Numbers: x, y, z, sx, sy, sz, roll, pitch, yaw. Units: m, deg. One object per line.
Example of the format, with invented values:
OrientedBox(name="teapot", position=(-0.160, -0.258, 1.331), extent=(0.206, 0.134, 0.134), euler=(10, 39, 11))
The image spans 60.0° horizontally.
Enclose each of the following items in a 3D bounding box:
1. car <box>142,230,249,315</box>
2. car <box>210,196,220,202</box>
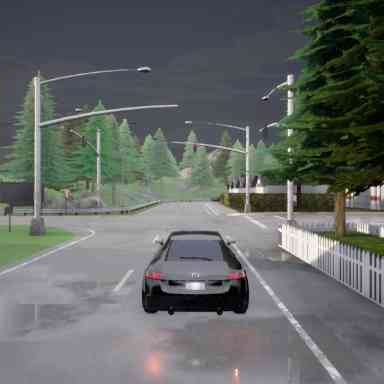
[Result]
OrientedBox(name="car", position=(0.075, 1.564, 7.644), extent=(1.994, 1.385, 4.181), euler=(0, 0, 1))
OrientedBox(name="car", position=(6.697, 1.525, 72.863), extent=(5.357, 1.411, 2.033), euler=(0, 0, -22))
